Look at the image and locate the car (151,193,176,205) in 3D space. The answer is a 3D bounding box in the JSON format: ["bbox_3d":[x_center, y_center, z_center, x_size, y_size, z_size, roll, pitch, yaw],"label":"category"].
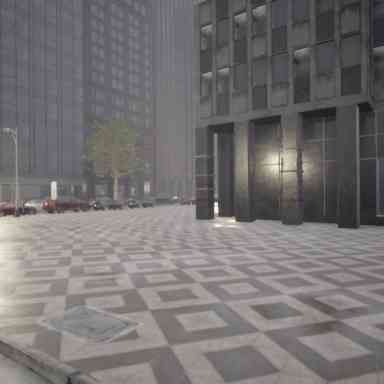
[{"bbox_3d":[-5.649,1.213,55.151,2.150,2.045,5.566,-1,-1,35],"label":"car"}]

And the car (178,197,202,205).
[{"bbox_3d":[-0.298,1.507,57.339,1.994,1.385,4.181,-1,0,34],"label":"car"}]

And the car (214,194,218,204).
[{"bbox_3d":[3.100,1.223,57.748,2.192,1.841,5.009,-1,0,35],"label":"car"}]

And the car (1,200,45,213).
[{"bbox_3d":[-19.938,1.643,39.403,1.947,1.339,4.313,-1,0,35],"label":"car"}]

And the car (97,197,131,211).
[{"bbox_3d":[-9.721,1.525,39.192,1.947,1.339,4.313,-1,0,35],"label":"car"}]

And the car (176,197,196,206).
[{"bbox_3d":[-0.105,1.463,53.108,1.887,1.381,4.507,-1,0,35],"label":"car"}]

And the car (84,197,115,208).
[{"bbox_3d":[-13.527,1.485,48.681,1.967,1.590,4.097,-1,0,35],"label":"car"}]

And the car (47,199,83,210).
[{"bbox_3d":[-16.732,1.643,44.042,1.802,1.307,4.206,-1,0,35],"label":"car"}]

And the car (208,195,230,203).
[{"bbox_3d":[5.374,1.418,65.560,2.128,1.511,4.902,-1,0,35],"label":"car"}]

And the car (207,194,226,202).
[{"bbox_3d":[5.710,1.297,76.518,2.192,1.841,5.009,-1,0,35],"label":"car"}]

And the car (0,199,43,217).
[{"bbox_3d":[-16.133,1.577,29.914,1.802,1.307,4.206,-1,0,35],"label":"car"}]

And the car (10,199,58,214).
[{"bbox_3d":[-17.797,1.571,37.648,1.812,1.442,4.674,-1,0,35],"label":"car"}]

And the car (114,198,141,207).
[{"bbox_3d":[-10.319,1.614,53.320,1.802,1.307,4.206,-1,0,35],"label":"car"}]

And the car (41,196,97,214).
[{"bbox_3d":[-12.929,1.291,34.555,2.192,1.841,5.009,-1,0,35],"label":"car"}]

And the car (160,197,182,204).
[{"bbox_3d":[-3.907,1.575,62.599,1.947,1.339,4.313,-1,0,35],"label":"car"}]

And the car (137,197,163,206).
[{"bbox_3d":[-7.210,1.546,57.819,1.752,1.417,4.829,-1,0,35],"label":"car"}]

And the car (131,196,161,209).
[{"bbox_3d":[-6.516,1.510,43.830,1.947,1.339,4.313,-1,0,35],"label":"car"}]
